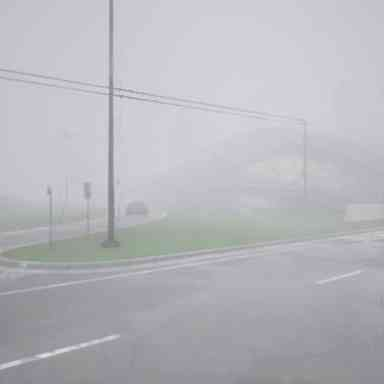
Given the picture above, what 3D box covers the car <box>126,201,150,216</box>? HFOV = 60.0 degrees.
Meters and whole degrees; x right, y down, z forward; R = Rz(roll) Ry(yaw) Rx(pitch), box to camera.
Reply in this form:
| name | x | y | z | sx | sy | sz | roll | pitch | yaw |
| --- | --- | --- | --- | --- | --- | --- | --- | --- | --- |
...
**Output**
| name | x | y | z | sx | sy | sz | roll | pitch | yaw |
| --- | --- | --- | --- | --- | --- | --- | --- | --- | --- |
| car | -5.224 | 1.572 | 32.412 | 1.994 | 1.385 | 4.181 | 0 | 0 | -3 |
